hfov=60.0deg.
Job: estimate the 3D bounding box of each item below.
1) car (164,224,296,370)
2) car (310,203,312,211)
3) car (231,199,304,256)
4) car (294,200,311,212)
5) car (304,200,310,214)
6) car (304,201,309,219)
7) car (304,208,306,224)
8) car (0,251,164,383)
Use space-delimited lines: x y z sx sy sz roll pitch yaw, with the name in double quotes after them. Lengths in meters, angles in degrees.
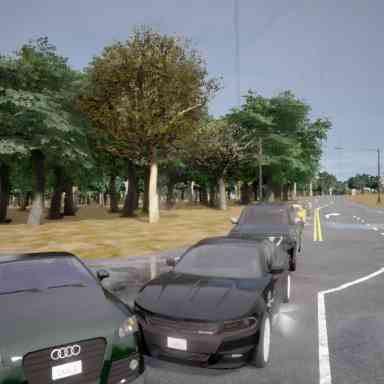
0.727 1.613 6.288 1.882 1.535 5.008 -1 -2 21 "car"
11.272 1.563 34.979 2.097 1.767 4.553 -1 0 21 "car"
2.840 1.460 12.431 2.150 2.045 5.566 -2 0 20 "car"
14.310 1.753 42.872 1.812 1.442 4.674 -1 0 22 "car"
9.252 1.725 29.602 1.812 1.442 4.674 -1 0 20 "car"
7.200 1.664 24.095 1.882 1.535 5.008 -1 0 20 "car"
5.059 1.775 18.338 1.895 1.301 4.718 -1 0 21 "car"
-2.317 1.643 4.986 1.994 1.385 4.181 1 -2 -33 "car"
